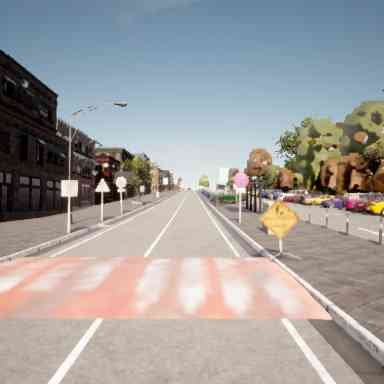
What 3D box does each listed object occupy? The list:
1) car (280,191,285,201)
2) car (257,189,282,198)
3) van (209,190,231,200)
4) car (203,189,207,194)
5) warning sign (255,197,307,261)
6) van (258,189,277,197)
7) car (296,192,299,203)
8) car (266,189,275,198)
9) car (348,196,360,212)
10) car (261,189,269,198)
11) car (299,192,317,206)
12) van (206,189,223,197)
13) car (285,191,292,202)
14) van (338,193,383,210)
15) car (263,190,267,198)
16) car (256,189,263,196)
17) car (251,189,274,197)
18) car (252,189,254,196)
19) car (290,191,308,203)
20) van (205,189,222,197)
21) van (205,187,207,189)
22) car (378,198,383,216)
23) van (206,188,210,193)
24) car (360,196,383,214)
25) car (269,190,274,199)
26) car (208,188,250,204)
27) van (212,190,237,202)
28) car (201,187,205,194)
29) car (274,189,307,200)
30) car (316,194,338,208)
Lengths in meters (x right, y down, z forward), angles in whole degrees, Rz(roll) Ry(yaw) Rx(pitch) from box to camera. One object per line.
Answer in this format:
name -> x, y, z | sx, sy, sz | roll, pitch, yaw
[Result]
car -> 18.811, 0.971, 58.629 | 5.008, 1.535, 2.097 | 0, 1, 0
car -> 18.804, 0.330, 80.832 | 5.566, 2.045, 2.435 | 0, 1, 0
van -> 5.829, 0.583, 69.007 | 4.442, 1.987, 1.878 | 0, 1, 0
car -> 5.707, 0.652, 77.423 | 4.892, 1.521, 2.231 | 0, 1, 0
warning sign -> 2.766, 1.120, 10.499 | 1.300, 1.860, 1.060 | -2, -2, 0
van -> 18.888, 0.292, 83.608 | 4.442, 1.987, 1.878 | 0, 1, 0
car -> 18.846, 1.125, 50.303 | 4.792, 1.488, 2.163 | 0, 1, 0
car -> 18.975, 0.795, 69.733 | 5.366, 1.575, 1.946 | 0, 1, 0
car -> 18.837, 1.385, 33.653 | 4.674, 1.452, 2.002 | 0, 1, 0
car -> 18.812, 0.725, 75.287 | 4.792, 1.488, 2.163 | 0, 1, 0
car -> 18.635, 1.134, 47.527 | 5.366, 1.575, 1.946 | 0, 1, 0
van -> 5.806, 0.241, 85.829 | 4.442, 1.987, 1.878 | 0, 1, 0
car -> 18.815, 1.012, 55.853 | 5.008, 1.535, 2.097 | 0, 1, 0
van -> 18.953, 1.077, 36.424 | 4.442, 1.987, 1.878 | 0, 1, 0
car -> 18.757, 0.781, 72.505 | 4.792, 1.488, 2.163 | 0, 1, 0
car -> 18.751, 0.388, 78.056 | 5.566, 2.045, 2.435 | 0, 1, 0
car -> 18.793, 0.140, 89.157 | 5.566, 2.045, 2.435 | 0, 1, 0
car -> 18.954, 0.452, 86.387 | 5.366, 1.575, 1.946 | 0, 1, 0
car -> 18.820, 1.055, 53.077 | 4.892, 1.521, 2.231 | 0, 1, 0
van -> 5.802, 0.177, 88.631 | 4.442, 1.987, 1.878 | 0, 1, 0
van -> 5.813, 0.368, 80.225 | 4.442, 1.987, 1.878 | 0, 1, 0
car -> 18.846, 1.469, 28.101 | 4.674, 1.452, 2.002 | 0, 1, 0
van -> 5.599, 0.630, 66.205 | 4.442, 1.987, 1.878 | 0, 1, 0
car -> 18.839, 1.386, 30.875 | 5.008, 1.535, 2.097 | 0, 1, 0
car -> 18.789, 0.844, 66.956 | 5.008, 1.535, 2.097 | 0, 1, 0
car -> 5.707, 0.815, 52.186 | 5.566, 2.045, 2.435 | 0, 1, 0
van -> 5.840, 0.715, 60.596 | 4.442, 1.987, 1.878 | 0, 1, 0
car -> 5.665, 0.279, 83.024 | 5.566, 2.045, 2.435 | 0, 1, 0
car -> 18.773, 0.678, 61.400 | 5.566, 2.045, 2.435 | 0, 1, 0
car -> 18.800, 1.249, 41.977 | 4.792, 1.488, 2.163 | 0, 1, 0
